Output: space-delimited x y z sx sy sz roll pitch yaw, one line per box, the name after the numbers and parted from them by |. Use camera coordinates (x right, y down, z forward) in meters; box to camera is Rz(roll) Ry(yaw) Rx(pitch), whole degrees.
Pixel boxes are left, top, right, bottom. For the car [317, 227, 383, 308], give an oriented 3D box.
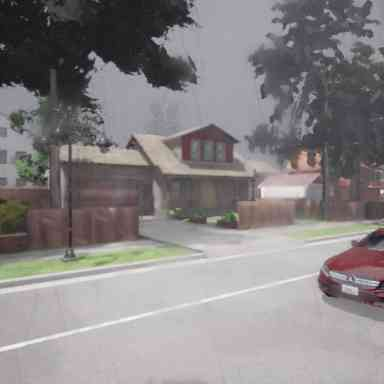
4.768 1.516 7.377 4.674 1.442 1.812 0 0 -35 | car
